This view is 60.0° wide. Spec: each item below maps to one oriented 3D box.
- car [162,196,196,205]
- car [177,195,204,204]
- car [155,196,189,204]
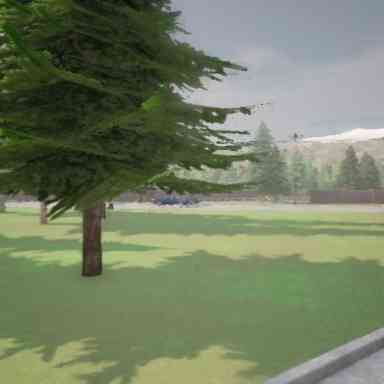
[{"bbox_3d":[-1.986,1.321,50.213,4.718,1.301,1.895,0,0,14],"label":"car"},{"bbox_3d":[-0.281,1.280,57.003,4.181,1.385,1.994,0,0,14],"label":"car"},{"bbox_3d":[-2.882,1.203,46.830,5.008,1.535,1.882,0,0,14],"label":"car"}]
